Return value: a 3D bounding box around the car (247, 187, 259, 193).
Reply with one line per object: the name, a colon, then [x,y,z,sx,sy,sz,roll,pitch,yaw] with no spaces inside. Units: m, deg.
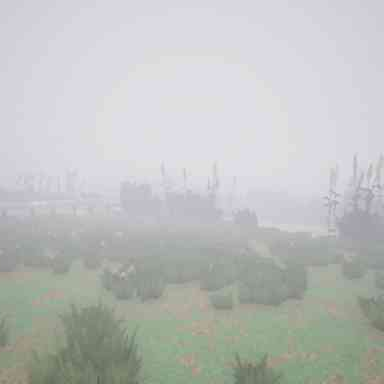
car: [9.960,0.439,47.678,2.150,2.045,5.566,1,-1,44]
